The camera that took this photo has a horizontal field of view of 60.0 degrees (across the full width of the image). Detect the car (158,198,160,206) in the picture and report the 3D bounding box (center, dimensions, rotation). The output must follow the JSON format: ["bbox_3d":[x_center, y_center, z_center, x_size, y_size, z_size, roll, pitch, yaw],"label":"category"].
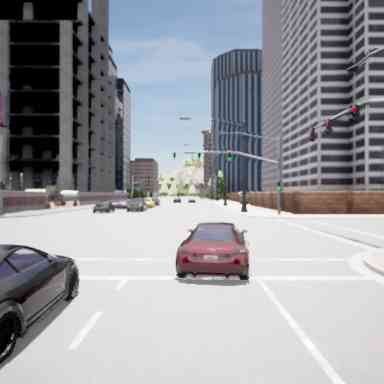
[{"bbox_3d":[-7.013,1.858,62.499,1.837,1.490,4.892,0,0,0],"label":"car"}]

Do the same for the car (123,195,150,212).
[{"bbox_3d":[-7.092,1.595,42.966,2.097,1.767,4.553,0,0,0],"label":"car"}]

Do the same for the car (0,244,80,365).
[{"bbox_3d":[-3.455,1.596,5.795,1.994,1.385,4.181,0,0,-2],"label":"car"}]

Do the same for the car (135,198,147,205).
[{"bbox_3d":[-10.514,1.940,68.676,1.994,1.385,4.181,0,0,0],"label":"car"}]

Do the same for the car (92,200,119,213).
[{"bbox_3d":[-10.599,1.754,40.427,1.812,1.442,4.674,0,0,0],"label":"car"}]

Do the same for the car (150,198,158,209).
[{"bbox_3d":[-7.041,1.773,52.301,1.882,1.535,5.008,0,0,0],"label":"car"}]

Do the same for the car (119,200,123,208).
[{"bbox_3d":[-10.561,1.881,49.534,1.895,1.301,4.718,0,0,0],"label":"car"}]

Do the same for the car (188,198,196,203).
[{"bbox_3d":[-0.016,2.049,80.176,1.895,1.301,4.718,0,0,0],"label":"car"}]

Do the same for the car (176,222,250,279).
[{"bbox_3d":[0.767,1.624,10.330,1.994,1.385,4.181,0,0,8],"label":"car"}]

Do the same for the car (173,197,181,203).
[{"bbox_3d":[-3.516,1.978,80.147,2.128,1.511,4.902,0,0,0],"label":"car"}]

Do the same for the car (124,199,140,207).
[{"bbox_3d":[-10.524,1.896,58.682,1.994,1.385,4.181,0,0,0],"label":"car"}]
